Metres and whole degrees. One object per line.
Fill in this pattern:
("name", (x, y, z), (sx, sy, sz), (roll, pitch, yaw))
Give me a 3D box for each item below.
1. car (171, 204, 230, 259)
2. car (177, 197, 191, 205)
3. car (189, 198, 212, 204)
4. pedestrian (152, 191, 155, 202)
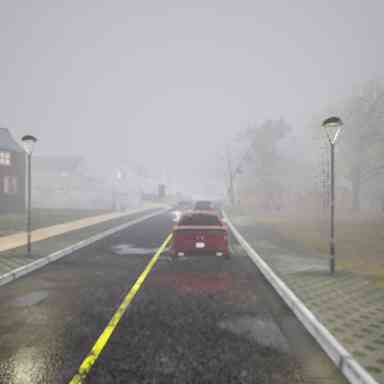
("car", (0.311, 1.434, 12.451), (1.882, 1.535, 5.008), (0, 0, 1))
("car", (-0.813, 1.342, 43.072), (1.895, 1.301, 4.718), (0, 0, 5))
("car", (1.033, 1.437, 28.962), (1.837, 1.490, 4.892), (0, 0, 3))
("pedestrian", (-6.570, 0.723, 56.969), (0.375, 1.860, 0.375), (0, -3, 5))
